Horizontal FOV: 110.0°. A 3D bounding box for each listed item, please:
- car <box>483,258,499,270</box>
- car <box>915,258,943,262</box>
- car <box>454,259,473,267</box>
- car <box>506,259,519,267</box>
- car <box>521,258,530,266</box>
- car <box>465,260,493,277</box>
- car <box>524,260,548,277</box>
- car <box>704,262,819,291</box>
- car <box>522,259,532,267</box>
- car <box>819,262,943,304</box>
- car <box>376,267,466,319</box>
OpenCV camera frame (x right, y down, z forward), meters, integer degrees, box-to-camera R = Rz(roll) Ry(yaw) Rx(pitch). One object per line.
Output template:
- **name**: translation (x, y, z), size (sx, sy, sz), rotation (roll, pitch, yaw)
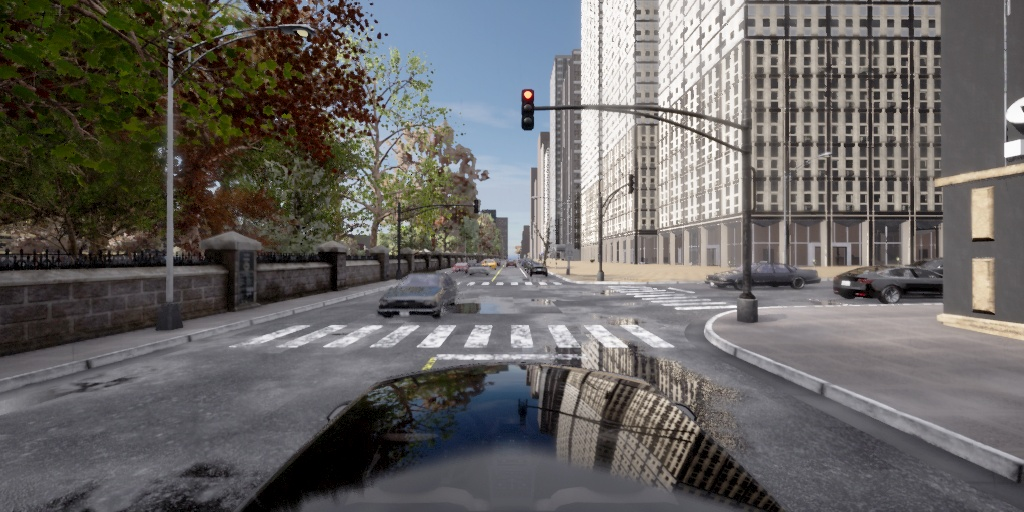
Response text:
- **car**: translation (-3.260, 1.256, 51.728), size (1.882, 1.535, 5.008), rotation (0, 0, 0)
- **car**: translation (23.118, 0.846, 19.373), size (4.892, 1.490, 1.837), rotation (-1, 0, 0)
- **car**: translation (-5.824, 1.351, 41.654), size (1.802, 1.307, 4.207), rotation (0, 0, 0)
- **car**: translation (-0.110, 1.321, 65.313), size (1.812, 1.442, 4.674), rotation (0, 0, 0)
- **car**: translation (2.538, 1.340, 47.314), size (1.948, 1.339, 4.313), rotation (0, 0, 0)
- **car**: translation (-3.214, 1.366, 35.983), size (1.895, 1.301, 4.718), rotation (0, 0, 0)
- **car**: translation (2.575, 1.331, 36.049), size (1.948, 1.339, 4.313), rotation (0, 0, 0)
- **car**: translation (13.389, 1.054, 19.277), size (5.357, 1.411, 2.033), rotation (-1, 0, -1)
- **car**: translation (2.556, 1.335, 41.682), size (1.948, 1.339, 4.313), rotation (0, 0, 0)
- **car**: translation (14.647, 1.026, 13.507), size (4.313, 1.339, 1.948), rotation (0, 0, 0)
- **car**: translation (-3.137, 1.300, 13.107), size (2.033, 1.411, 5.357), rotation (0, 0, 0)
